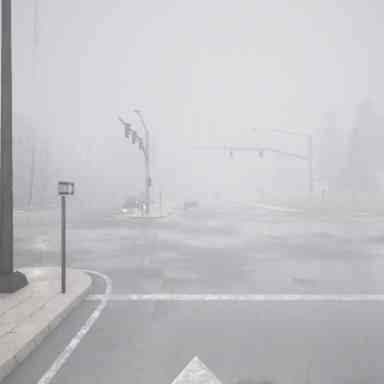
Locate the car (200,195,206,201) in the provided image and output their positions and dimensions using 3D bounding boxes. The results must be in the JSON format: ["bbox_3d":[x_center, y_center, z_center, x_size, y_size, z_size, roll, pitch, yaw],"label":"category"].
[{"bbox_3d":[2.727,1.524,85.886,1.812,1.442,4.674,0,0,-1],"label":"car"}]

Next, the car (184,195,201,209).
[{"bbox_3d":[-0.135,1.525,44.781,1.812,1.442,4.674,0,0,-1],"label":"car"}]

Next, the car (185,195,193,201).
[{"bbox_3d":[-0.772,1.500,85.824,1.837,1.490,4.892,0,0,-1],"label":"car"}]

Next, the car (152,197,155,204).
[{"bbox_3d":[-8.491,1.601,65.707,1.895,1.301,4.718,0,0,0],"label":"car"}]

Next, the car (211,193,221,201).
[{"bbox_3d":[6.227,1.225,85.894,2.150,2.045,5.566,0,0,-1],"label":"car"}]

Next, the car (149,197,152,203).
[{"bbox_3d":[-8.391,1.505,55.763,1.837,1.490,4.892,0,0,-1],"label":"car"}]

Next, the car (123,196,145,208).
[{"bbox_3d":[-8.263,1.352,46.729,2.097,1.767,4.553,0,0,-1],"label":"car"}]
